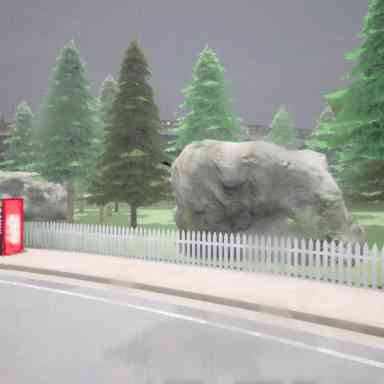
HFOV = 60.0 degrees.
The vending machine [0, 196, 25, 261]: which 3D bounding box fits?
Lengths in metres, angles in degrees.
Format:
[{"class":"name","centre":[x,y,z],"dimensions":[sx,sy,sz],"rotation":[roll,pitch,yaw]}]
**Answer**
[{"class":"vending machine","centre":[-6.510,1.195,11.400],"dimensions":[0.880,2.100,1.100],"rotation":[0,0,21]}]
